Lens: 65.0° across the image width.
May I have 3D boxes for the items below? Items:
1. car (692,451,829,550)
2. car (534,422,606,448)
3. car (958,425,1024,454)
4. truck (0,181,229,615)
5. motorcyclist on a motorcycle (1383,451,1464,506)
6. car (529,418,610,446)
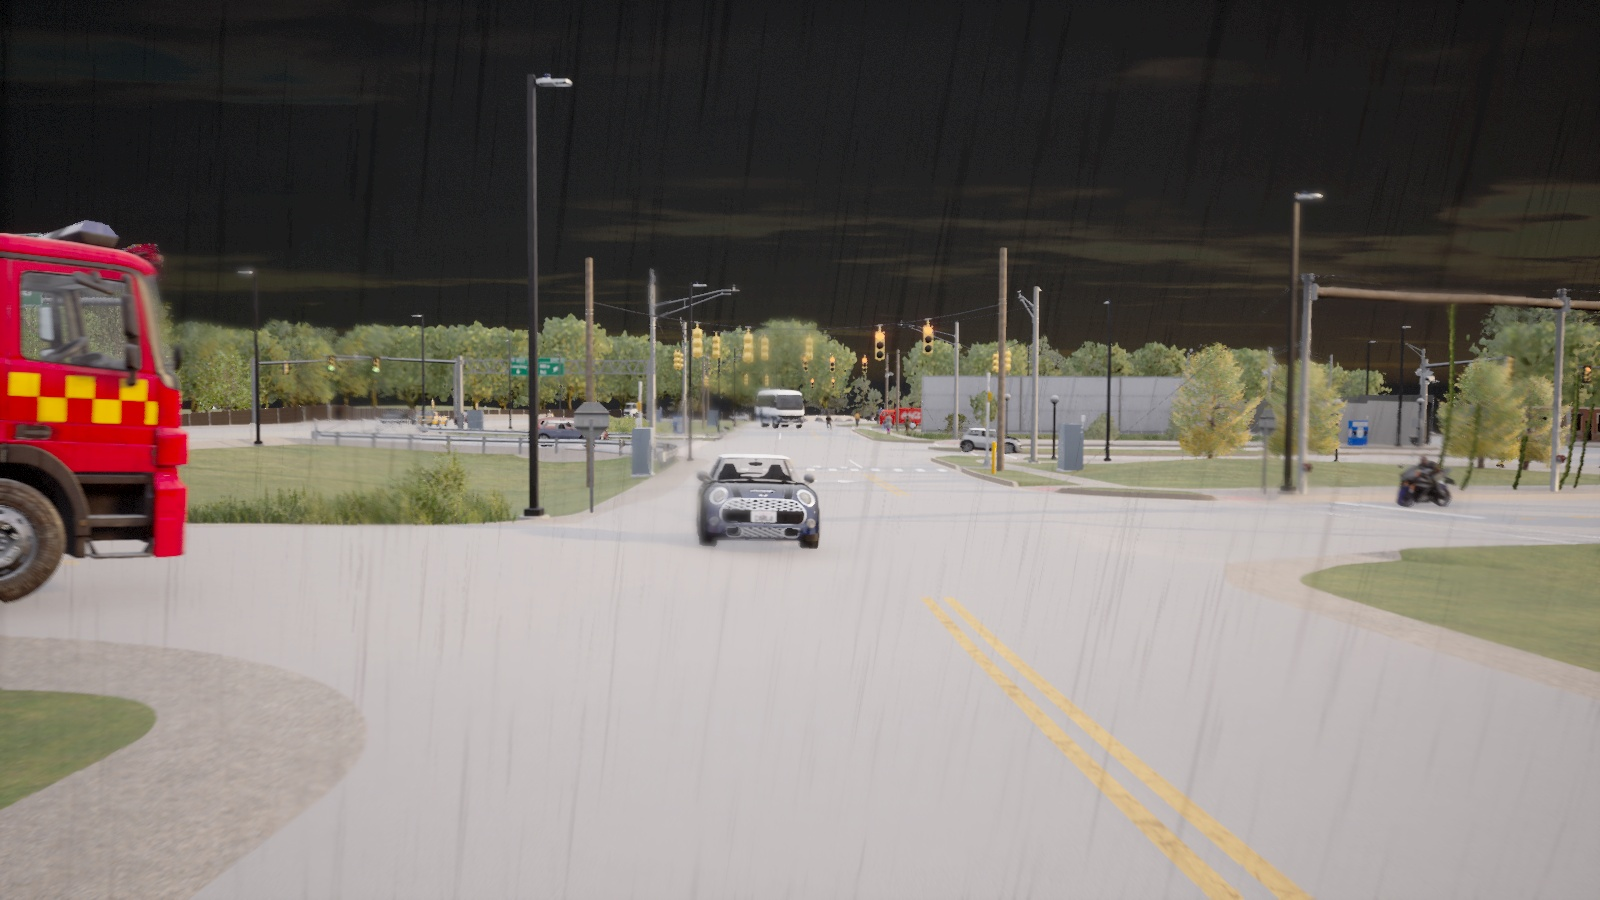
[{"bbox_3d":[-0.762,0.774,20.982,1.970,1.475,3.806,1,0,-6],"label":"car"},{"bbox_3d":[-13.375,-0.870,73.144,3.806,1.475,1.970,0,2,3],"label":"car"},{"bbox_3d":[11.886,-0.690,78.105,3.806,1.475,1.970,4,4,13],"label":"car"},{"bbox_3d":[-9.768,-0.543,10.547,8.468,3.827,2.891,1,2,-43],"label":"truck"},{"bbox_3d":[17.969,0.808,36.190,2.191,1.530,0.866,0,3,-26],"label":"motorcyclist on a motorcycle"},{"bbox_3d":[-14.044,-1.134,76.867,4.611,1.667,2.242,0,2,-3],"label":"car"}]
